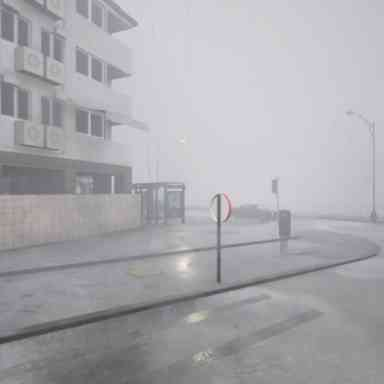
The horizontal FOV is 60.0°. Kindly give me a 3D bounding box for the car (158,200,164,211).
[{"bbox_3d":[-3.006,1.560,36.820,2.033,1.411,5.357,0,0,-35],"label":"car"}]

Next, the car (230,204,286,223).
[{"bbox_3d":[5.004,1.614,25.552,1.895,1.301,4.718,0,0,-35],"label":"car"}]
